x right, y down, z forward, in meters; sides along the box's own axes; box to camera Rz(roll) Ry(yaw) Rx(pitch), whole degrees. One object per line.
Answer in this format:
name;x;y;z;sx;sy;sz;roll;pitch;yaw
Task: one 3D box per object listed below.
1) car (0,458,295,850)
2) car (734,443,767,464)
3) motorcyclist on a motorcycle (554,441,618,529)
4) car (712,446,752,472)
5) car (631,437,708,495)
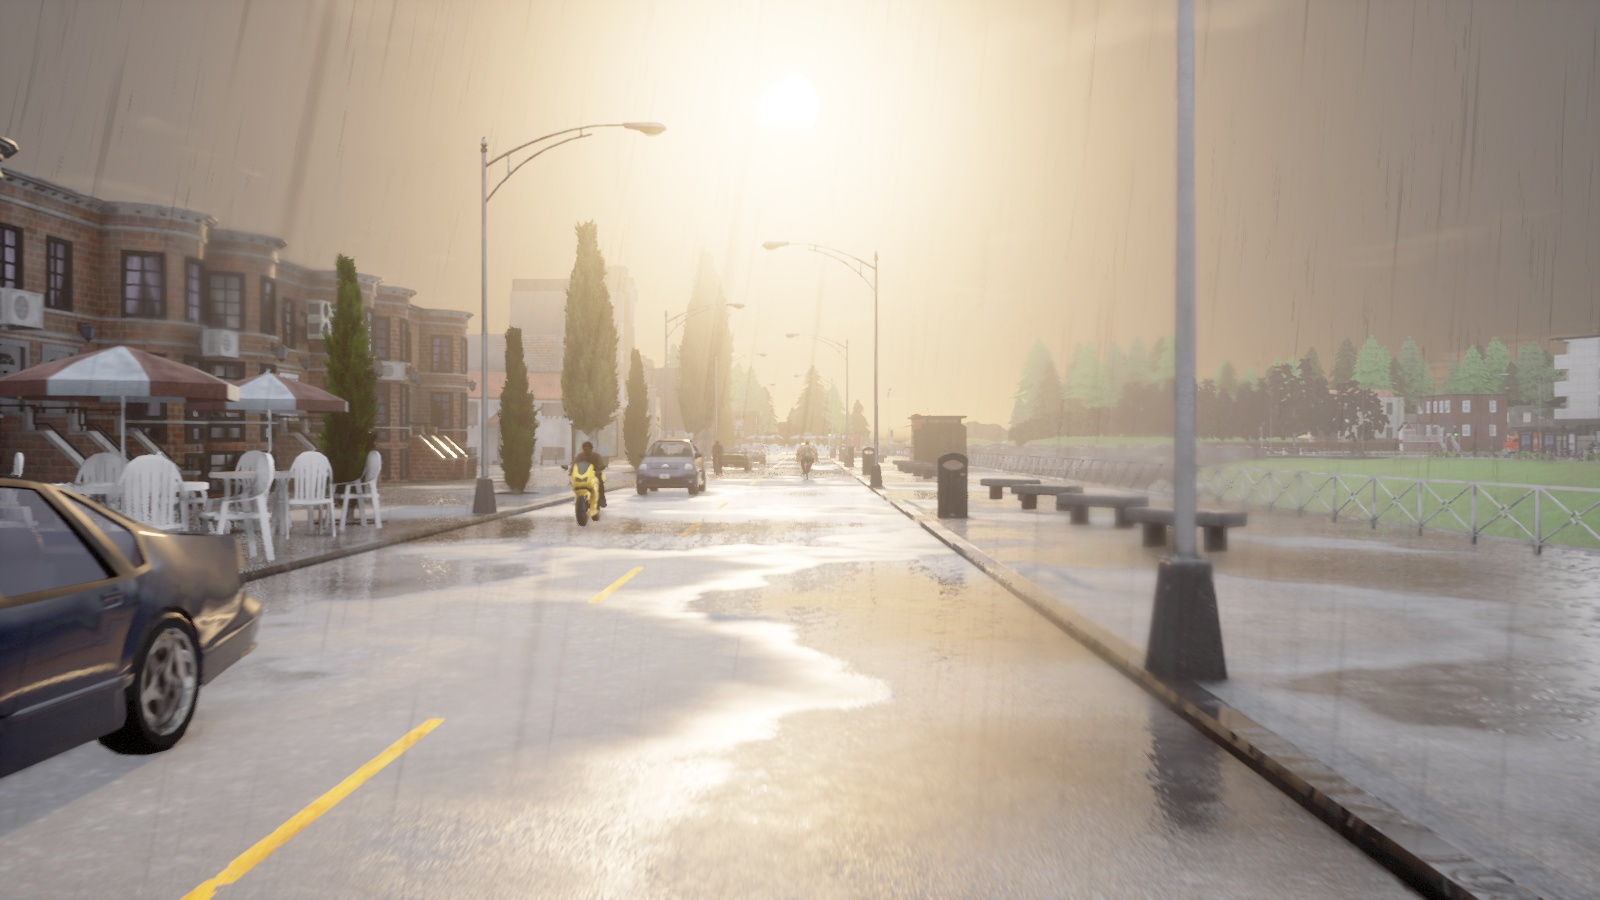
car;-3.958;0.765;4.606;2.033;1.411;5.357;0;0;0
car;-3.486;0.237;89.857;2.163;1.488;4.792;0;0;0
motorcyclist on a motorcycle;-3.858;0.597;22.780;0.797;1.523;2.044;0;0;0
car;-3.610;0.463;67.549;1.895;1.301;4.718;0;0;0
car;-3.779;0.433;37.004;1.851;1.617;3.988;0;0;0
